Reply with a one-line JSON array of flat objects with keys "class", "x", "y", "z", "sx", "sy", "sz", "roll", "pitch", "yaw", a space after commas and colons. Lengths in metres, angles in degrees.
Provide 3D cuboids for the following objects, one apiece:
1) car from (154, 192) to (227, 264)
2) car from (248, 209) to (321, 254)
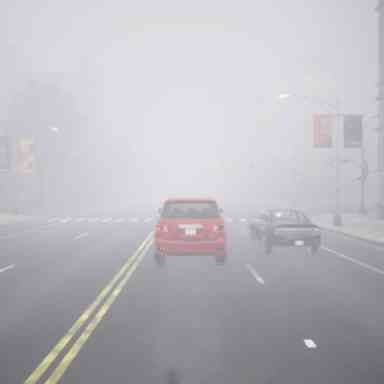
[{"class": "car", "x": -0.050, "y": 1.155, "z": 11.683, "sx": 2.150, "sy": 2.045, "sz": 5.566, "roll": 0, "pitch": 0, "yaw": 0}, {"class": "car", "x": 3.438, "y": 1.417, "z": 13.140, "sx": 2.128, "sy": 1.511, "sz": 4.902, "roll": 0, "pitch": 0, "yaw": 0}]
